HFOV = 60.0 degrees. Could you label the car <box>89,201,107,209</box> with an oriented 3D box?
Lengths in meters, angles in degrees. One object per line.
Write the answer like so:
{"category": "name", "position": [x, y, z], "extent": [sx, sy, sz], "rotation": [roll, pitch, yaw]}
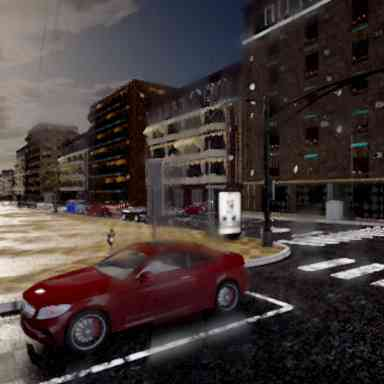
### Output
{"category": "car", "position": [-17.653, 2.427, 62.449], "extent": [1.802, 1.307, 4.206], "rotation": [-2, 0, -36]}

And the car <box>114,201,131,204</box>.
{"category": "car", "position": [-9.955, 1.931, 41.980], "extent": [2.097, 1.767, 4.553], "rotation": [-1, -1, -36]}

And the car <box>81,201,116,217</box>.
{"category": "car", "position": [-11.033, 2.117, 38.866], "extent": [1.887, 1.381, 4.507], "rotation": [-2, 0, -36]}

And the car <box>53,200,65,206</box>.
{"category": "car", "position": [-33.979, 2.800, 85.007], "extent": [1.887, 1.381, 4.507], "rotation": [-2, 0, -36]}

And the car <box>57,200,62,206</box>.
{"category": "car", "position": [-30.714, 2.739, 80.495], "extent": [1.947, 1.339, 4.313], "rotation": [-2, 0, -36]}

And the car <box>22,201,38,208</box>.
{"category": "car", "position": [-34.238, 2.705, 71.071], "extent": [2.008, 1.369, 4.403], "rotation": [-2, 0, -36]}

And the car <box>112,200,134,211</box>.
{"category": "car", "position": [-11.122, 2.122, 53.428], "extent": [1.967, 1.590, 4.097], "rotation": [-2, 0, -36]}

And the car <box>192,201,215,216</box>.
{"category": "car", "position": [0.729, 1.828, 37.266], "extent": [1.967, 1.590, 4.097], "rotation": [-2, 0, -36]}

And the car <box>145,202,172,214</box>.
{"category": "car", "position": [-4.528, 2.100, 44.450], "extent": [1.802, 1.307, 4.206], "rotation": [-2, 0, -36]}

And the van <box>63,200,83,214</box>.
{"category": "van", "position": [-15.953, 2.037, 45.752], "extent": [1.690, 1.788, 3.998], "rotation": [-2, 0, -36]}

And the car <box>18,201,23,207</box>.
{"category": "car", "position": [-40.768, 2.863, 80.094], "extent": [1.887, 1.381, 4.507], "rotation": [-2, 0, -36]}

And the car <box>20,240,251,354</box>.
{"category": "car", "position": [-0.750, 1.582, 6.032], "extent": [4.206, 1.307, 1.802], "rotation": [0, 0, -35]}

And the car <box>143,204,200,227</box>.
{"category": "car", "position": [-1.690, 1.890, 25.878], "extent": [2.008, 1.369, 4.403], "rotation": [-2, 0, -36]}

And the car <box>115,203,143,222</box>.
{"category": "car", "position": [-4.956, 1.971, 30.390], "extent": [2.008, 1.369, 4.403], "rotation": [-2, 0, -36]}
